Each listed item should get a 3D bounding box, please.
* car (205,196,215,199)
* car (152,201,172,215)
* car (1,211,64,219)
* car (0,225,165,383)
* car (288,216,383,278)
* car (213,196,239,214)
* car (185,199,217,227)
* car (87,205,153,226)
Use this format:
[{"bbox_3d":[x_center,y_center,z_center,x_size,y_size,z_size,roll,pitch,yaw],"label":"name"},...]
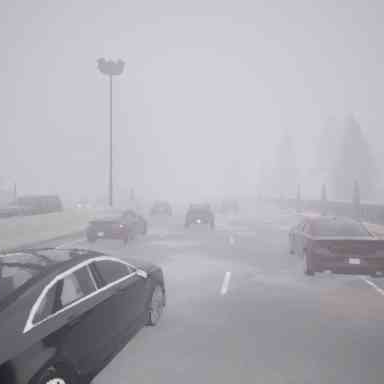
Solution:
[{"bbox_3d":[2.659,1.347,45.783,2.097,1.767,4.553,0,0,-11],"label":"car"},{"bbox_3d":[-3.057,1.560,33.257,1.994,1.385,4.181,0,0,-3],"label":"car"},{"bbox_3d":[-10.155,1.219,21.145,2.150,2.045,5.566,0,0,3],"label":"car"},{"bbox_3d":[-1.783,1.490,4.324,2.128,1.511,4.902,0,0,12],"label":"car"},{"bbox_3d":[4.192,1.477,10.261,1.882,1.535,5.008,0,0,9],"label":"car"},{"bbox_3d":[3.788,1.501,35.871,1.837,1.490,4.892,0,0,-5],"label":"car"},{"bbox_3d":[0.565,1.503,22.596,1.837,1.490,4.892,0,0,3],"label":"car"},{"bbox_3d":[-3.440,1.524,15.811,1.812,1.442,4.674,0,0,7],"label":"car"}]
